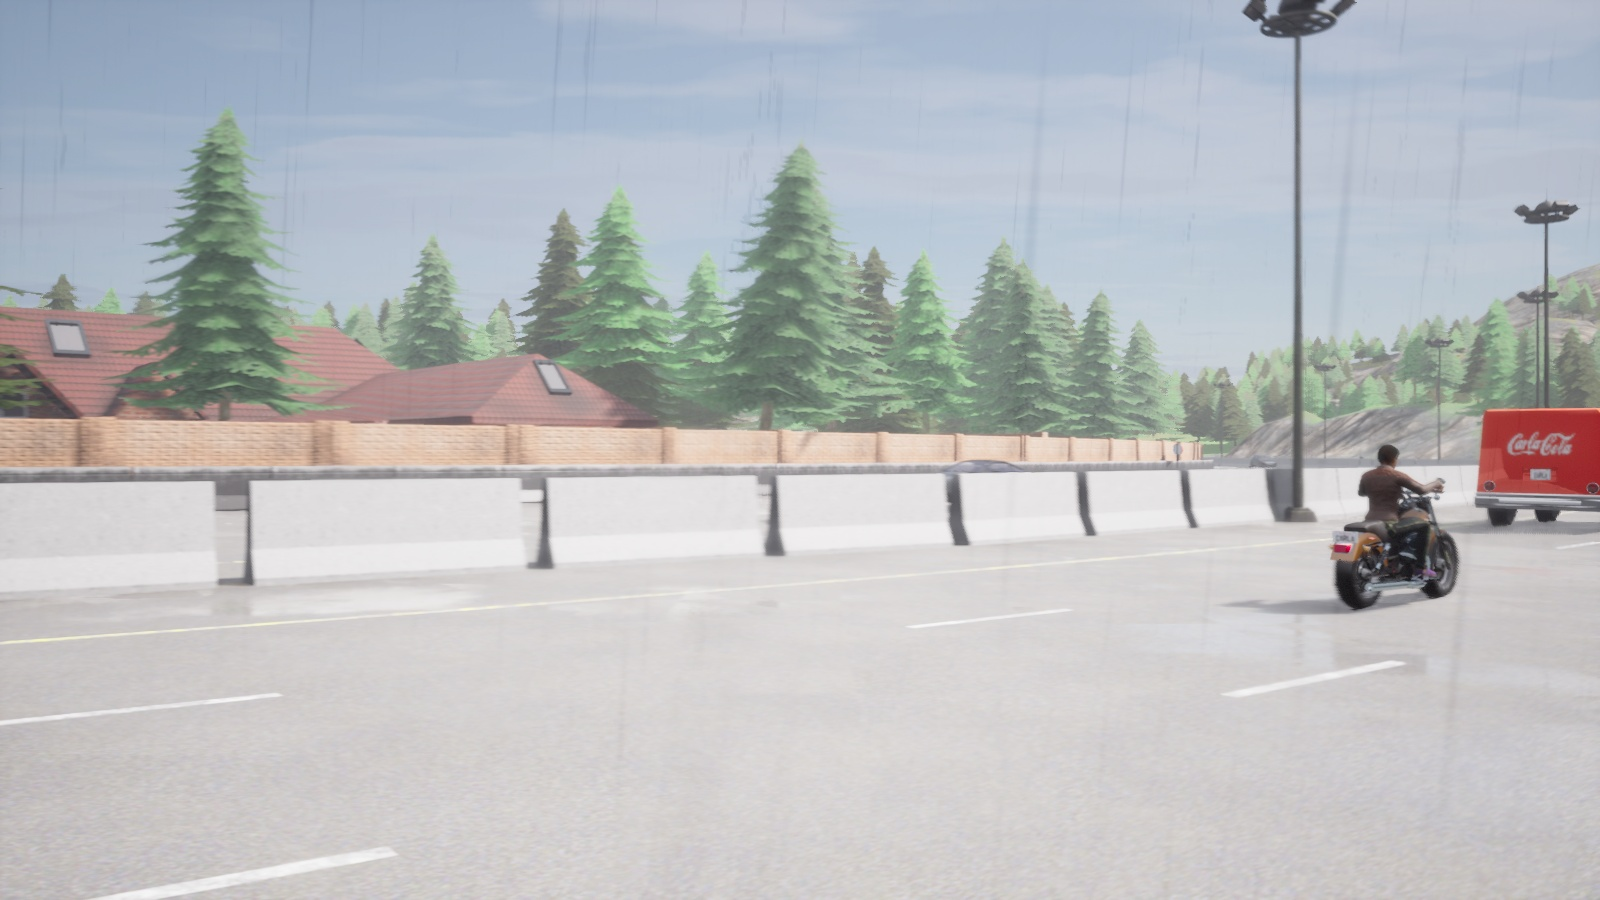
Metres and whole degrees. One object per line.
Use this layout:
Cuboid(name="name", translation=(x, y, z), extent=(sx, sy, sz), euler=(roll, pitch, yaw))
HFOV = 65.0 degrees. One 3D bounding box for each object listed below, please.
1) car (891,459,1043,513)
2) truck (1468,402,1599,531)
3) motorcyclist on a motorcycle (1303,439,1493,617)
Cuboid(name="car", translation=(4.679, 0.942, 34.775), extent=(4.181, 1.385, 1.994), euler=(0, 0, -44))
Cuboid(name="truck", translation=(16.502, 0.318, 26.738), extent=(5.204, 2.467, 2.627), euler=(0, 0, -45))
Cuboid(name="motorcyclist on a motorcycle", translation=(6.056, 0.730, 12.651), extent=(2.350, 1.649, 0.766), euler=(0, -1, -39))
